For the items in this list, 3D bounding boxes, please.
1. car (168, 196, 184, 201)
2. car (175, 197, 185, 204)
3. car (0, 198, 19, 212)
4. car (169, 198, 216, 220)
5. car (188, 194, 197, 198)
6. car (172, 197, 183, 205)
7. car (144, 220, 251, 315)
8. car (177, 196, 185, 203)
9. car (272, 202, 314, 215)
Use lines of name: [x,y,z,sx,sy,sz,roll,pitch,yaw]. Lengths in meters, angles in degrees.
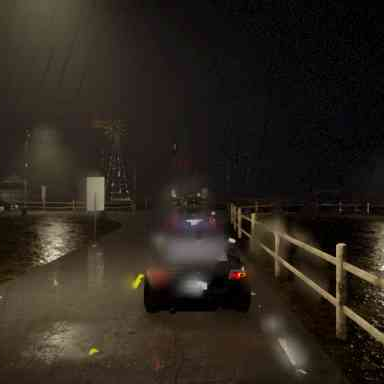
car: [-2.813,1.681,55.396,2.128,1.511,4.902,0,0,0]
car: [-2.709,1.879,75.151,1.994,1.385,4.181,0,0,0]
car: [-20.292,1.292,34.000,4.892,1.490,1.837,1,-2,0]
car: [0.104,1.380,16.321,2.097,1.767,4.553,0,0,0]
car: [0.218,1.541,55.338,2.097,1.767,4.553,0,0,-1]
car: [-2.757,1.731,65.200,1.882,1.535,5.008,0,0,1]
car: [0.101,1.573,7.678,1.994,1.385,4.181,0,0,0]
car: [-2.700,1.883,85.280,1.882,1.535,5.008,0,0,0]
car: [11.454,1.835,37.826,4.674,1.442,1.812,1,-2,4]
